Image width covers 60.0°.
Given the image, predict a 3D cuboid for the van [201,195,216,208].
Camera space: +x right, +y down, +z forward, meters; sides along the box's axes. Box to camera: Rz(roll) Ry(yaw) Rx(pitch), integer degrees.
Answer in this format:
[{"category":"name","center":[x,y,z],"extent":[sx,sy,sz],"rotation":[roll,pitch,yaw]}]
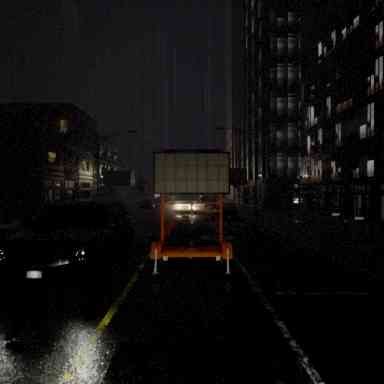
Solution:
[{"category":"van","center":[2.657,1.356,48.613],"extent":[1.690,1.788,3.998],"rotation":[0,0,0]}]

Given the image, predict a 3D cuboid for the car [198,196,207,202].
[{"category":"car","center":[2.639,1.595,81.759],"extent":[2.008,1.369,4.403],"rotation":[0,0,0]}]

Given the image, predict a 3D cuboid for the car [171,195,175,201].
[{"category":"car","center":[-5.741,1.626,81.750],"extent":[1.802,1.307,4.206],"rotation":[0,0,0]}]

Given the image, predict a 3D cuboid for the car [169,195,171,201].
[{"category":"car","center":[-5.732,1.469,65.177],"extent":[1.967,1.590,4.097],"rotation":[0,0,0]}]

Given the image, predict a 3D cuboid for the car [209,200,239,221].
[{"category":"car","center":[2.672,1.554,26.516],"extent":[2.008,1.369,4.403],"rotation":[0,0,0]}]

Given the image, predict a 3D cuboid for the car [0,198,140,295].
[{"category":"car","center":[-3.005,1.222,9.096],"extent":[2.150,2.045,5.566],"rotation":[0,0,0]}]

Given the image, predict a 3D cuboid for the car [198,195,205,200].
[{"category":"car","center":[2.632,1.581,92.976],"extent":[1.752,1.417,4.829],"rotation":[0,0,0]}]

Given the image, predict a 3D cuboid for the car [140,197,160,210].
[{"category":"car","center":[-5.719,1.562,43.081],"extent":[2.008,1.369,4.403],"rotation":[0,0,0]}]

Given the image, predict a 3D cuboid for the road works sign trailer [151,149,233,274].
[{"category":"road works sign trailer","center":[-0.006,0.465,10.533],"extent":[2.380,3.560,2.880],"rotation":[0,0,0]}]

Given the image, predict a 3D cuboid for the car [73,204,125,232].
[{"category":"car","center":[-5.705,1.553,20.985],"extent":[2.008,1.369,4.403],"rotation":[0,0,0]}]

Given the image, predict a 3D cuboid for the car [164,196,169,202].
[{"category":"car","center":[-5.728,1.590,59.653],"extent":[1.947,1.339,4.313],"rotation":[0,0,0]}]

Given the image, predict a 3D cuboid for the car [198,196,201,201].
[{"category":"car","center":[2.648,1.555,65.355],"extent":[1.752,1.417,4.829],"rotation":[0,0,0]}]
